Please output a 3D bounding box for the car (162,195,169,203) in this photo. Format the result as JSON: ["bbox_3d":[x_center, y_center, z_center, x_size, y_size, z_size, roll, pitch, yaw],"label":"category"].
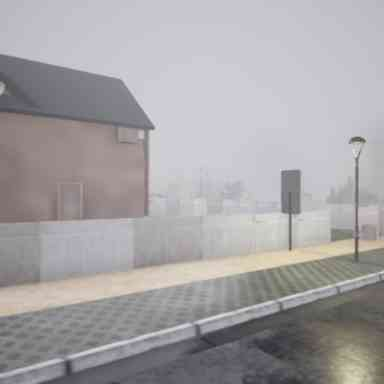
[{"bbox_3d":[-5.617,1.012,49.250,4.902,1.511,2.128,1,1,30],"label":"car"}]

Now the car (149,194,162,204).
[{"bbox_3d":[-7.067,1.124,46.335,4.718,1.301,1.895,1,1,30],"label":"car"}]
